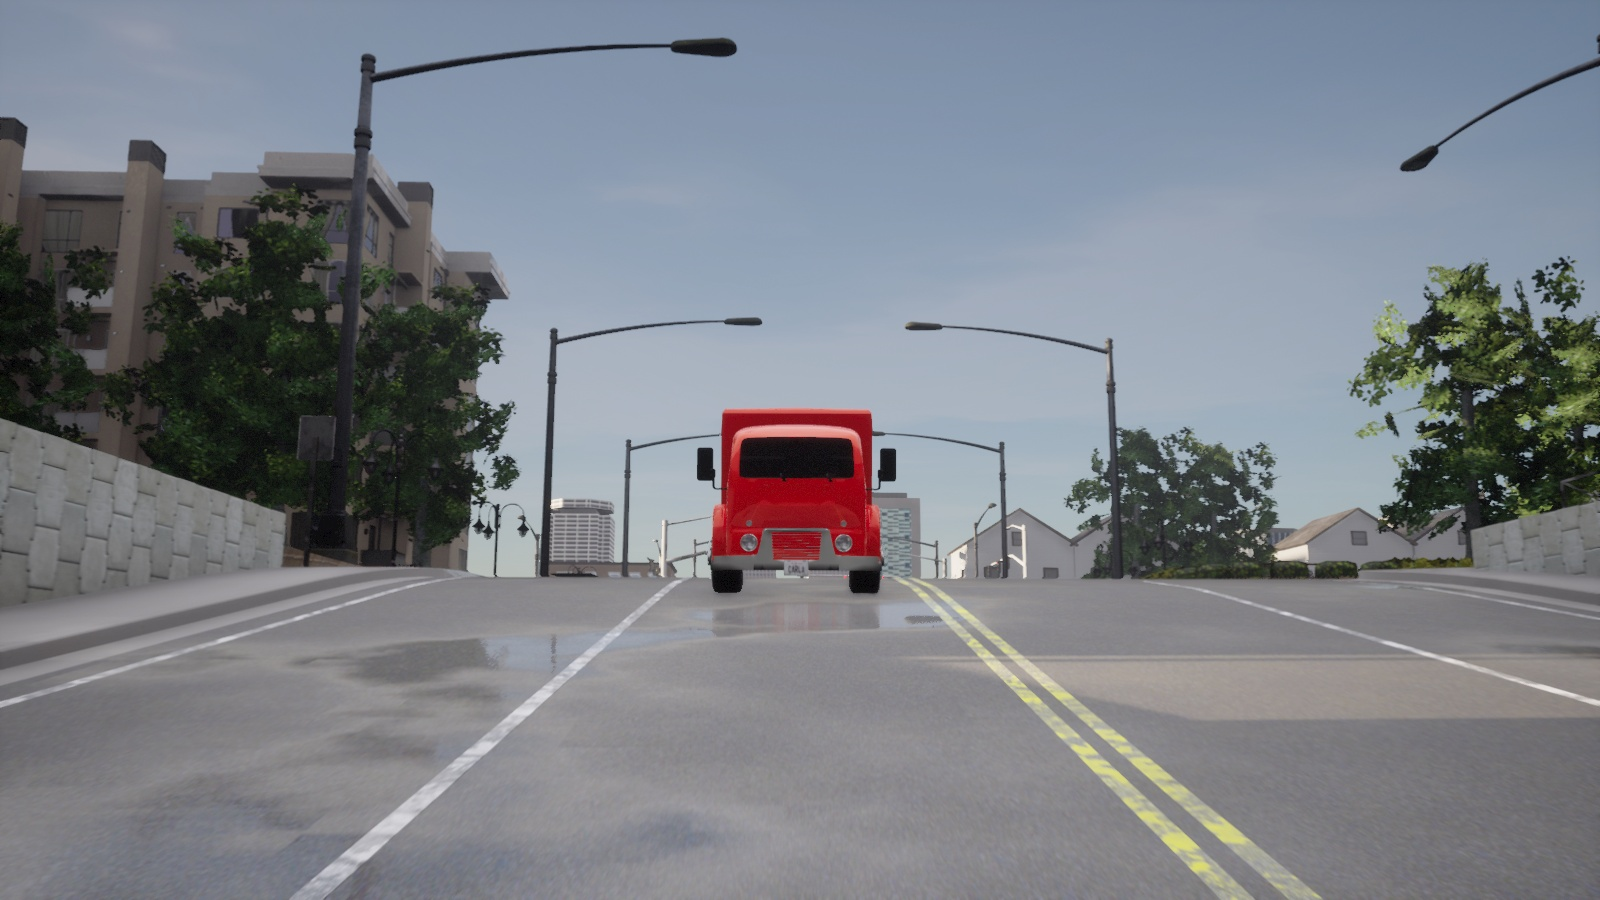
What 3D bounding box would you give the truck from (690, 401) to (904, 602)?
[{"bbox_3d":[-0.048,0.687,18.062,2.627,2.467,5.204,0,-1,0],"label":"truck"}]
